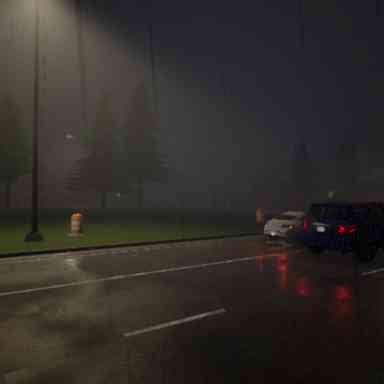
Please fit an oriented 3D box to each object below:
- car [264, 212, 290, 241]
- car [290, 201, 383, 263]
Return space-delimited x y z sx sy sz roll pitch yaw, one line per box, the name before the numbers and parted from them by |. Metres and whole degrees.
car | 5.561 1.688 16.511 4.674 1.442 1.812 1 0 -36
car | 6.565 1.372 12.836 5.566 2.045 2.150 0 0 -35
